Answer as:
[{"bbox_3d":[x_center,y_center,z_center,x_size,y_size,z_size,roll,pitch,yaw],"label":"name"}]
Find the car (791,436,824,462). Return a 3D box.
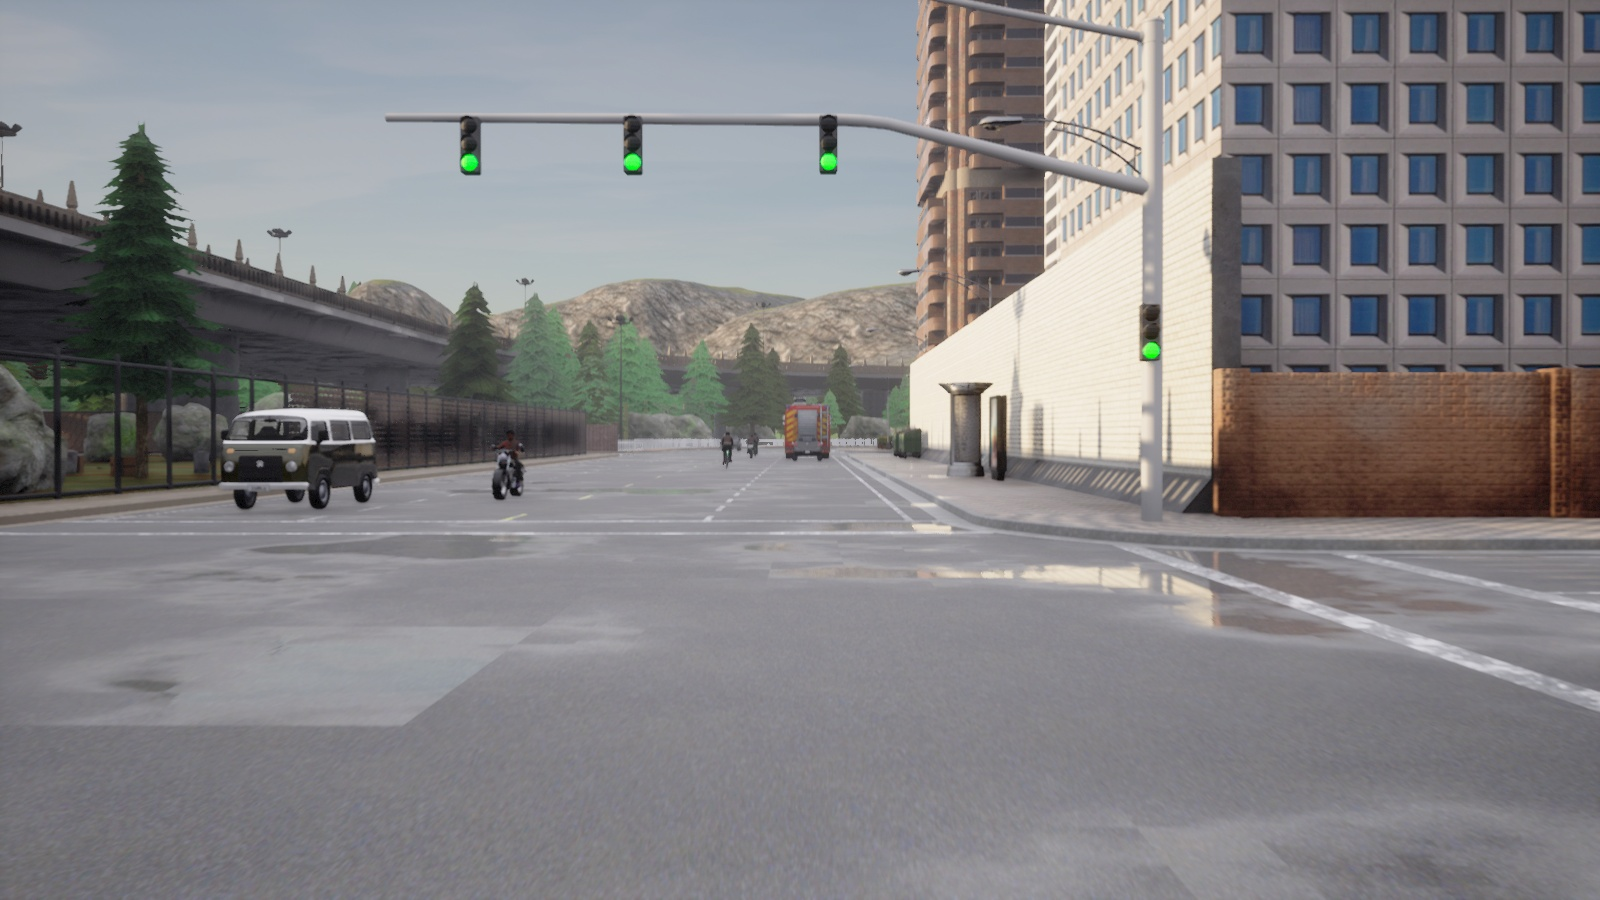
[{"bbox_3d":[0.420,-0.076,72.174,1.845,1.501,3.633,0,1,0],"label":"car"}]

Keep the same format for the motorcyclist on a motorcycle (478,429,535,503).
[{"bbox_3d":[-6.821,0.335,29.292,0.766,1.649,2.350,0,1,0],"label":"motorcyclist on a motorcycle"}]

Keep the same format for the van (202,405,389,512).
[{"bbox_3d":[-10.339,0.141,26.168,2.069,2.038,4.480,0,1,0],"label":"van"}]

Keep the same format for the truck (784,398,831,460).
[{"bbox_3d":[0.464,-1.358,81.498,2.891,3.827,8.468,0,1,0],"label":"truck"}]
